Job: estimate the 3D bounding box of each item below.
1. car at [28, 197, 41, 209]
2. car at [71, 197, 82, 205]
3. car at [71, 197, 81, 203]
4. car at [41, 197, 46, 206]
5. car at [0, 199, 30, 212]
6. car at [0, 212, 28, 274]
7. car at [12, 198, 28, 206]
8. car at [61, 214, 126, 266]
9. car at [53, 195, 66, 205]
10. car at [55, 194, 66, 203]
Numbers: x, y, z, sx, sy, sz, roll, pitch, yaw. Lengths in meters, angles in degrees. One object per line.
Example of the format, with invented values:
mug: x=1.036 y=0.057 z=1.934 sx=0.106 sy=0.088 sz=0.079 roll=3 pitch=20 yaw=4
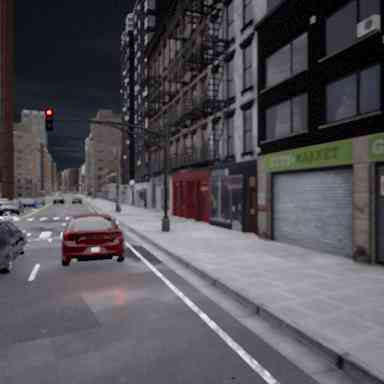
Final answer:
car: x=-23.460 y=1.667 z=47.973 sx=1.882 sy=1.535 sz=5.008 roll=0 pitch=0 yaw=-19
car: x=-22.593 y=1.709 z=65.380 sx=1.837 sy=1.490 sz=4.892 roll=0 pitch=-1 yaw=-20
car: x=-26.236 y=1.781 z=75.296 sx=2.033 sy=1.411 sz=5.357 roll=0 pitch=0 yaw=-20
car: x=-28.249 y=1.728 z=61.592 sx=2.128 sy=1.511 sz=4.902 roll=0 pitch=0 yaw=-20
car: x=-19.005 y=1.694 z=35.397 sx=2.033 sy=1.411 sz=5.357 roll=0 pitch=0 yaw=-20
car: x=-6.407 y=1.591 z=10.343 sx=2.033 sy=1.411 sz=5.357 roll=0 pitch=0 yaw=-20
car: x=-31.537 y=1.849 z=61.140 sx=1.895 sy=1.301 sz=4.718 roll=0 pitch=0 yaw=-20
car: x=-3.582 y=1.507 z=11.900 sx=1.882 sy=1.535 sz=5.008 roll=0 pitch=0 yaw=-19
car: x=-25.798 y=1.695 z=64.397 sx=1.882 sy=1.535 sz=5.008 roll=0 pitch=0 yaw=-20
car: x=-29.291 y=1.444 z=74.182 sx=2.097 sy=1.767 sz=4.553 roll=0 pitch=0 yaw=-20
